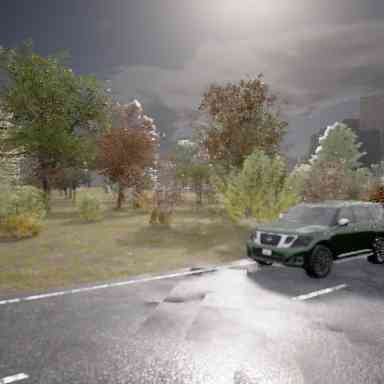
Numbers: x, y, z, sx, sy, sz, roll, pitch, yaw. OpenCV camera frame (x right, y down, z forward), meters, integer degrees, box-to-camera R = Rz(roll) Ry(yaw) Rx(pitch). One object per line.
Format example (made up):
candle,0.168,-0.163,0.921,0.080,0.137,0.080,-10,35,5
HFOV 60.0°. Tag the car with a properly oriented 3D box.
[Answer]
car,4.306,1.325,10.757,5.566,2.045,2.150,1,0,-36
